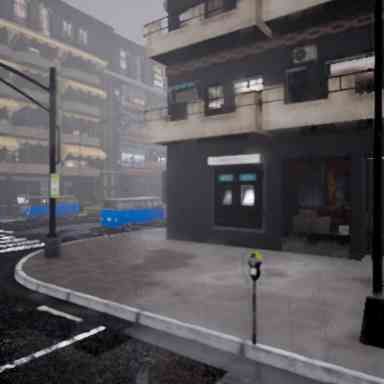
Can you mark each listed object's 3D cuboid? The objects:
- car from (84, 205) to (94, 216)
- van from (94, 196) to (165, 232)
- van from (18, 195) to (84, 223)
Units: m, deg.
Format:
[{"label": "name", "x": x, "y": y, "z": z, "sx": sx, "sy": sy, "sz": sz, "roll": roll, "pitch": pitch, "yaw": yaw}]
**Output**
[{"label": "car", "x": -6.944, "y": 1.236, "z": 28.038, "sx": 1.752, "sy": 1.417, "sz": 4.829, "roll": 1, "pitch": 2, "yaw": 35}, {"label": "van", "x": -3.236, "y": 1.161, "z": 18.744, "sx": 1.690, "sy": 1.788, "sz": 3.998, "roll": 1, "pitch": 1, "yaw": 35}, {"label": "van", "x": -10.070, "y": 1.127, "z": 23.594, "sx": 1.690, "sy": 1.788, "sz": 3.998, "roll": 1, "pitch": 2, "yaw": 35}]
